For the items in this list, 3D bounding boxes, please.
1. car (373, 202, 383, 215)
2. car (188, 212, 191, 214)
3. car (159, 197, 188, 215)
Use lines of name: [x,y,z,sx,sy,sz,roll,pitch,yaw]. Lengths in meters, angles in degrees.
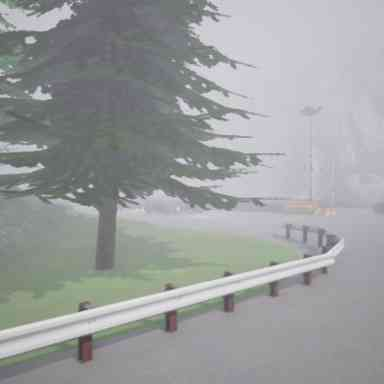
car: [21.695,1.458,34.651,2.150,2.045,5.566,1,-1,-17]
car: [-0.644,1.650,38.376,4.892,1.490,1.837,0,0,44]
car: [-3.158,1.617,35.939,4.902,1.511,2.128,0,0,44]
